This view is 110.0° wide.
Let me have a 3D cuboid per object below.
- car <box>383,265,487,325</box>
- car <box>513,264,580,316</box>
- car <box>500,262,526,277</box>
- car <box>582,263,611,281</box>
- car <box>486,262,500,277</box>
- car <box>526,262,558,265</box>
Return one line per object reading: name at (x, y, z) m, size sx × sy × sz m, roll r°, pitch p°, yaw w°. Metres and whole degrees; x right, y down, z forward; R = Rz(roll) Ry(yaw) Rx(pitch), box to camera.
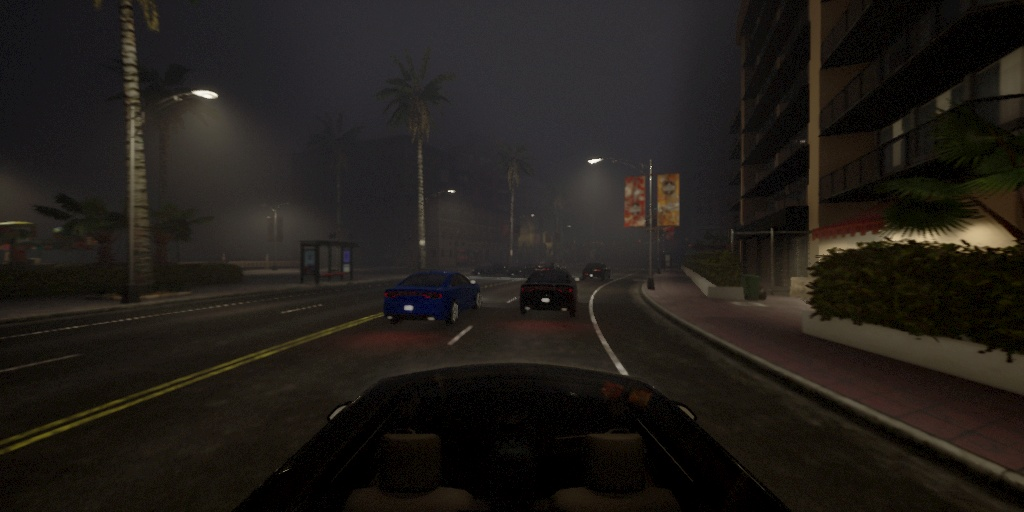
car at (-2.371, 1.213, 11.871) m, size 1.882 × 1.535 × 5.008 m, roll 0°, pitch 0°, yaw 8°
car at (1.516, 1.238, 13.672) m, size 1.882 × 1.535 × 5.008 m, roll 0°, pitch 0°, yaw 11°
car at (1.168, 1.306, 34.978) m, size 2.033 × 1.411 × 5.357 m, roll 0°, pitch 0°, yaw 24°
car at (7.338, 1.303, 30.979) m, size 1.837 × 1.490 × 4.892 m, roll 0°, pitch 0°, yaw 24°
car at (-2.042, 1.286, 36.370) m, size 2.033 × 1.411 × 5.357 m, roll 0°, pitch 0°, yaw 24°
car at (3.225, 1.263, 30.263) m, size 2.128 × 1.511 × 4.902 m, roll 0°, pitch 0°, yaw 23°
